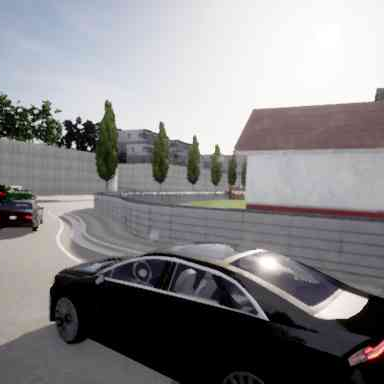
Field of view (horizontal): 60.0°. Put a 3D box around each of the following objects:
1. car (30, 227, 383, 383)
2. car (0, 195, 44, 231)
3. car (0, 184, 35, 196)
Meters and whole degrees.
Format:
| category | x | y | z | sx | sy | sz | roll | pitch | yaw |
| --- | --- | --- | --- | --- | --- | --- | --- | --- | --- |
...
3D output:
| category | x | y | z | sx | sy | sz | roll | pitch | yaw |
| --- | --- | --- | --- | --- | --- | --- | --- | --- | --- |
| car | -0.039 | 1.427 | 4.439 | 4.902 | 1.511 | 2.128 | 2 | 1 | 38 |
| car | -8.540 | 1.081 | 16.581 | 2.033 | 1.411 | 5.357 | 1 | 1 | -21 |
| car | -16.874 | 0.321 | 31.041 | 2.150 | 2.045 | 5.566 | 1 | 1 | 3 |
